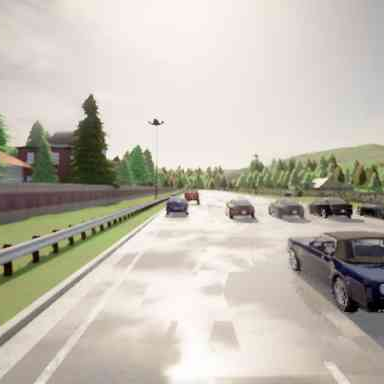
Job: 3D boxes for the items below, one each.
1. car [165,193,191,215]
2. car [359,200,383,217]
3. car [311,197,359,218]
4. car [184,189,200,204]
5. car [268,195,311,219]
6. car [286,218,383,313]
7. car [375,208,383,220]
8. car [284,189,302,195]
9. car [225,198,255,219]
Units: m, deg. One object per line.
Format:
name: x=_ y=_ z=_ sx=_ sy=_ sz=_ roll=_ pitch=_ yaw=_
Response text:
car: x=-1.233 y=1.112 z=28.892 sx=1.882 sy=1.535 sz=5.008 roll=0 pitch=1 yaw=0
car: x=14.094 y=1.249 z=24.780 sx=1.994 sy=1.385 sz=4.181 roll=0 pitch=1 yaw=0
car: x=10.593 y=1.150 z=25.800 sx=1.882 sy=1.535 sz=5.008 roll=0 pitch=1 yaw=0
car: x=-0.010 y=0.630 z=46.860 sx=2.150 sy=2.045 sz=5.566 roll=0 pitch=1 yaw=0
car: x=7.094 y=1.205 z=25.260 sx=1.812 sy=1.442 sz=4.674 roll=0 pitch=1 yaw=0
car: x=3.597 y=1.506 z=7.376 sx=1.895 sy=1.301 sz=4.718 roll=0 pitch=1 yaw=0
car: x=7.098 y=1.384 z=8.373 sx=2.128 sy=1.511 sz=4.902 roll=0 pitch=1 yaw=0
car: x=22.901 y=0.265 z=75.000 sx=3.866 sy=1.878 sz=1.905 roll=0 pitch=1 yaw=0
car: x=3.594 y=1.205 z=25.244 sx=1.812 sy=1.442 sz=4.674 roll=0 pitch=1 yaw=0
